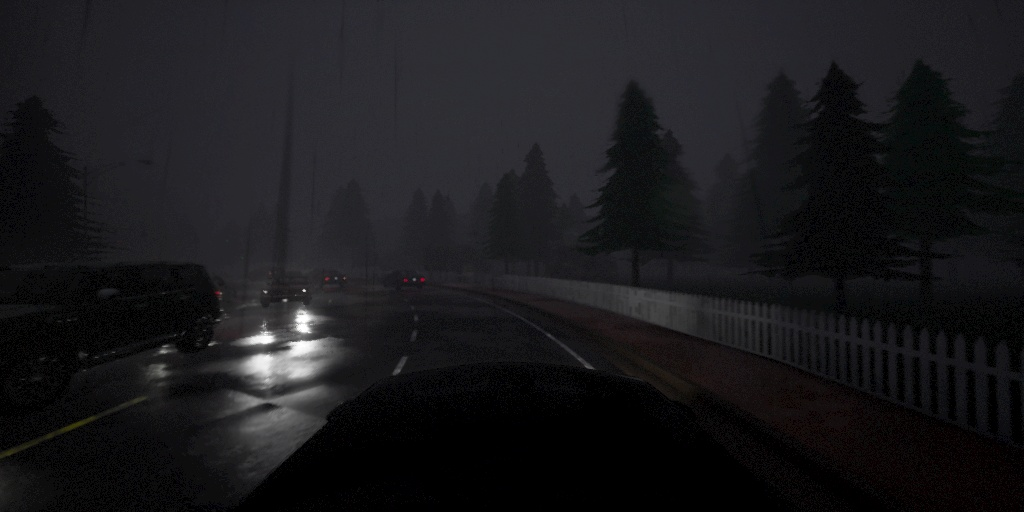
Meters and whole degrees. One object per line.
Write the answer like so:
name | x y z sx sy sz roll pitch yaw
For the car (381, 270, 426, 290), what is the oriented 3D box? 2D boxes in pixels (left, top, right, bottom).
car | -8.103 1.717 26.553 2.033 1.411 5.357 0 -1 -35

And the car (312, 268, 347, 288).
car | -15.314 1.820 29.649 2.033 1.411 5.357 0 -1 -42

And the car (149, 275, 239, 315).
car | -14.053 1.635 16.157 1.994 1.385 4.181 0 -1 -26

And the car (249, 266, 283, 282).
car | -25.373 1.817 37.443 4.553 1.767 2.097 -1 -1 31

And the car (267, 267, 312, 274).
car | -13.650 1.627 21.924 1.882 1.535 5.008 0 -1 -33

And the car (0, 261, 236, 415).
car | -7.744 1.103 6.378 2.150 2.045 5.566 0 -1 -10

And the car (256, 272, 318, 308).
car | -10.898 1.667 17.673 1.895 1.301 4.718 0 -1 -26
